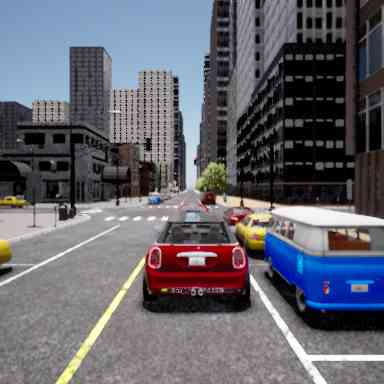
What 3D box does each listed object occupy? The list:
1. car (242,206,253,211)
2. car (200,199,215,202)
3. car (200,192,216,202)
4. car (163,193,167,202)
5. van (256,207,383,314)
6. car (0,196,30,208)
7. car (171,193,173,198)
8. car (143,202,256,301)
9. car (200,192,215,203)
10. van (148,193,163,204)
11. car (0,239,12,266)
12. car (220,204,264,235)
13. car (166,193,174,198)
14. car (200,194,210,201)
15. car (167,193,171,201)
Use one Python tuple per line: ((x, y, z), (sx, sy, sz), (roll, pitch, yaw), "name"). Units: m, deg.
((2.665, 1.420, 12.998), (1.752, 1.417, 4.829), (0, 0, 0), "car")
((0.070, 1.338, 17.508), (1.882, 1.535, 5.008), (0, 0, 0), "car")
((2.597, 0.954, 50.876), (2.192, 1.841, 5.009), (0, 0, 0), "car")
((-5.792, 1.045, 56.384), (1.967, 1.590, 4.097), (0, 0, 0), "car")
((2.676, 1.282, 7.163), (1.690, 1.788, 3.998), (0, 0, 0), "van")
((-21.477, 1.153, 38.664), (4.829, 1.417, 1.752), (0, 0, 0), "car")
((-5.821, 1.059, 72.956), (2.008, 1.369, 4.403), (0, 0, 0), "car")
((0.085, 1.284, 8.301), (2.097, 1.767, 4.553), (0, 0, 0), "car")
((2.587, 0.920, 56.400), (2.192, 1.841, 5.009), (0, 0, 0), "car")
((-5.783, 0.980, 50.859), (1.690, 1.788, 3.998), (0, 0, 0), "van")
((-5.704, 1.467, 6.979), (1.752, 1.417, 4.829), (0, 0, 0), "car")
((2.655, 1.435, 18.491), (1.802, 1.307, 4.206), (0, 0, 0), "car")
((-5.851, 0.946, 89.357), (1.752, 1.417, 4.829), (0, 0, 0), "car")
((2.569, 1.106, 67.451), (1.947, 1.339, 4.313), (0, 0, 0), "car")
((-5.812, 0.980, 67.433), (1.967, 1.590, 4.097), (0, 0, 0), "car")
